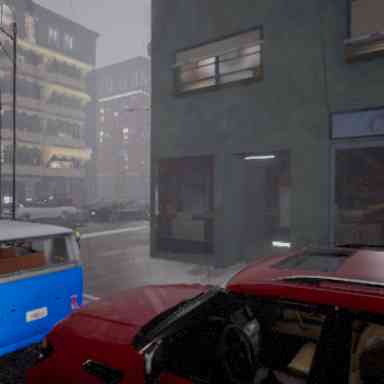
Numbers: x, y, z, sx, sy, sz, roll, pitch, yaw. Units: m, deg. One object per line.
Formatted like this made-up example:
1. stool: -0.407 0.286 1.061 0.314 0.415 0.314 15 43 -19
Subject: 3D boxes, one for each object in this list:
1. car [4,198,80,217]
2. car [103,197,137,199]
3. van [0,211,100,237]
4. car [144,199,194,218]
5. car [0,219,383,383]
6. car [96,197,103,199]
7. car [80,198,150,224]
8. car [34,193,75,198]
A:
1. car: -10.946 1.359 24.107 1.895 1.301 4.718 1 1 35
2. car: -5.859 1.194 31.377 1.994 1.385 4.181 1 1 34
3. van: -3.504 1.338 5.362 3.998 1.788 1.690 0 0 35
4. car: -1.786 1.276 27.068 1.802 1.307 4.206 2 2 35
5. car: 0.997 1.315 2.154 5.009 1.841 2.192 0 0 35
6. car: -8.621 1.170 31.914 1.887 1.381 4.507 2 2 35
7. car: -4.986 1.340 22.508 1.947 1.339 4.313 2 2 35
8. car: -11.820 1.021 27.349 2.192 1.841 5.009 2 2 35
